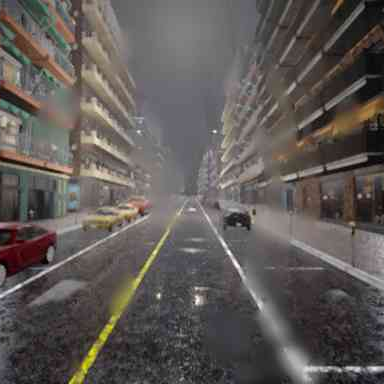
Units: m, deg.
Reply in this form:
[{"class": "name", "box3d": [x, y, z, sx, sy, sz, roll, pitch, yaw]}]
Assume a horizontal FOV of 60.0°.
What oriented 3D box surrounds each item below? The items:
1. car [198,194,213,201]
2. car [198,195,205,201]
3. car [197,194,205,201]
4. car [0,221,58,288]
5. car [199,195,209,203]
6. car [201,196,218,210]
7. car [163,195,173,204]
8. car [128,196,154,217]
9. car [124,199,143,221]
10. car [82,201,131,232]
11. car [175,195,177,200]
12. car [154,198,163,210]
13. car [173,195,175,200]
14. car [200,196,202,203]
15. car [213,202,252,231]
[{"class": "car", "box3d": [2.600, 1.336, 54.522, 2.192, 1.841, 5.009, 2, 0, 0]}, {"class": "car", "box3d": [2.595, 1.600, 88.677, 1.752, 1.417, 4.829, 2, 0, 0]}, {"class": "car", "box3d": [2.601, 1.401, 94.172, 2.192, 1.841, 5.009, 2, 0, 0]}, {"class": "car", "box3d": [-5.289, 1.545, 9.215, 1.887, 1.381, 4.507, 2, 0, 0]}, {"class": "car", "box3d": [2.596, 1.483, 71.514, 1.967, 1.590, 4.097, 2, 0, 0]}, {"class": "car", "box3d": [2.591, 1.579, 43.195, 1.947, 1.339, 4.313, 2, 0, 0]}, {"class": "car", "box3d": [-5.286, 1.560, 65.684, 1.752, 1.417, 4.829, 2, 0, 0]}, {"class": "car", "box3d": [-5.280, 1.323, 31.871, 2.192, 1.841, 5.009, 2, 0, 0]}, {"class": "car", "box3d": [-5.288, 1.531, 26.036, 1.752, 1.417, 4.829, 2, 0, 0]}, {"class": "car", "box3d": [-5.288, 1.529, 20.372, 1.752, 1.417, 4.829, 2, 0, 0]}, {"class": "car", "box3d": [-5.281, 1.526, 94.178, 1.967, 1.590, 4.097, 2, 0, 0]}, {"class": "car", "box3d": [-5.287, 1.564, 43.200, 2.008, 1.369, 4.403, 2, 0, 0]}, {"class": "car", "box3d": [-5.286, 1.588, 71.519, 1.887, 1.381, 4.507, 2, 0, 0]}, {"class": "car", "box3d": [2.591, 1.598, 48.857, 1.802, 1.307, 4.206, 2, 0, 0]}, {"class": "car", "box3d": [2.591, 1.554, 20.536, 2.008, 1.369, 4.403, 2, 0, 0]}]
